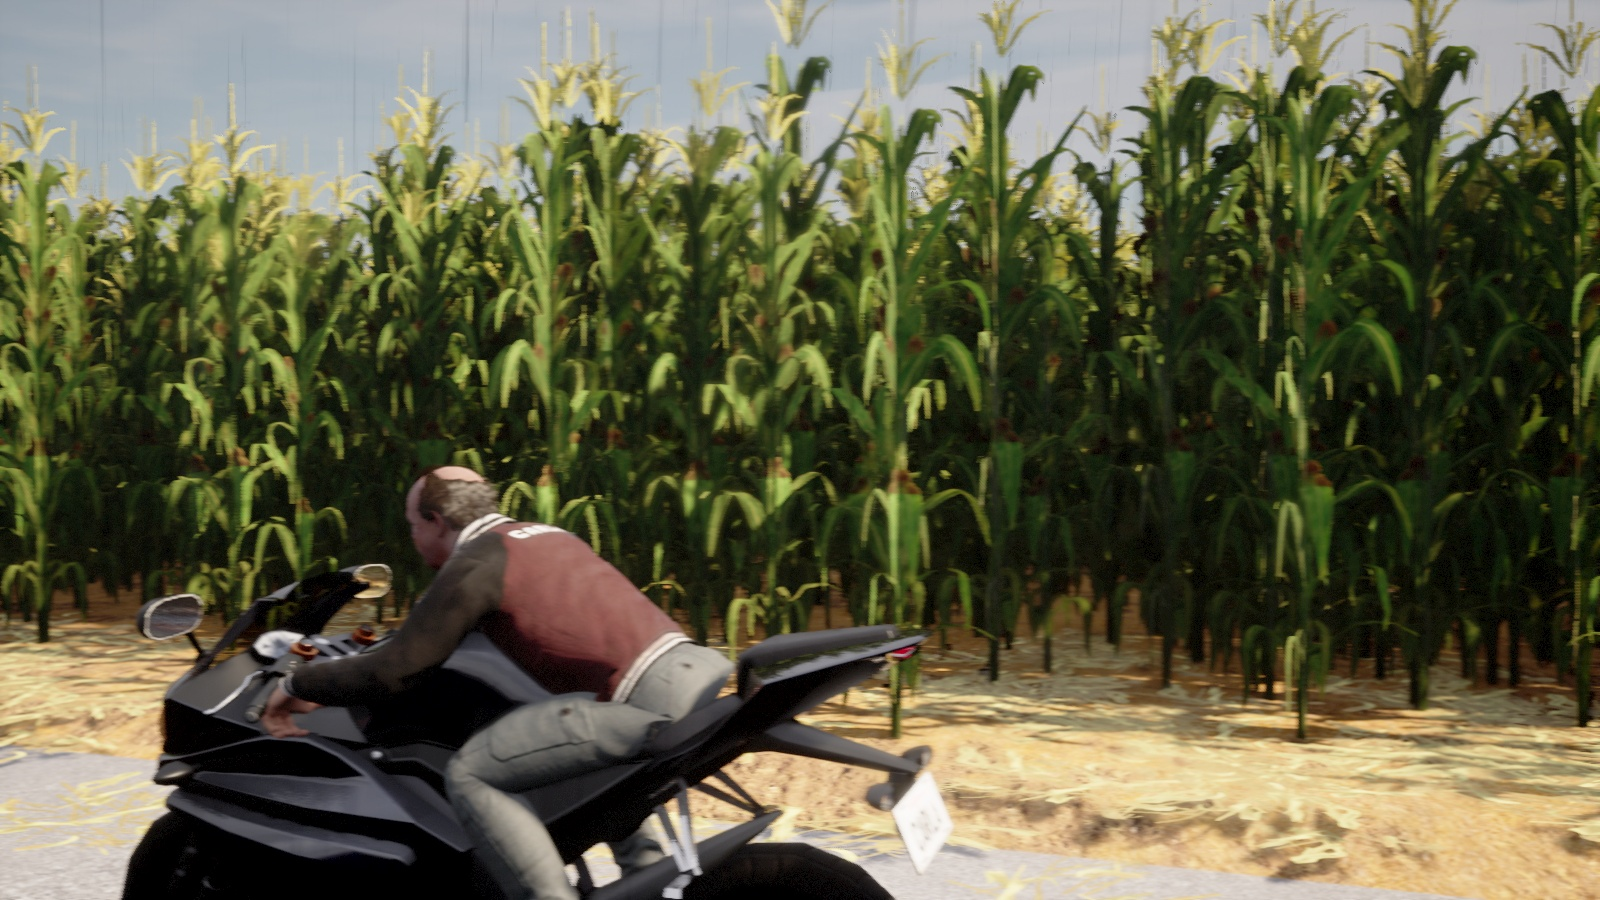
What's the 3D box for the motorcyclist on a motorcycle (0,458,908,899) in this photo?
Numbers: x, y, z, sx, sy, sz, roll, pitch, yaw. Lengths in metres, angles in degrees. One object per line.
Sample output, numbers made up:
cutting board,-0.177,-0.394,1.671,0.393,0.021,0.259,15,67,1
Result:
motorcyclist on a motorcycle,-0.911,0.808,3.078,2.191,1.530,0.866,1,1,19
